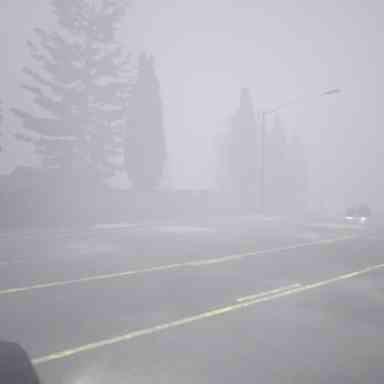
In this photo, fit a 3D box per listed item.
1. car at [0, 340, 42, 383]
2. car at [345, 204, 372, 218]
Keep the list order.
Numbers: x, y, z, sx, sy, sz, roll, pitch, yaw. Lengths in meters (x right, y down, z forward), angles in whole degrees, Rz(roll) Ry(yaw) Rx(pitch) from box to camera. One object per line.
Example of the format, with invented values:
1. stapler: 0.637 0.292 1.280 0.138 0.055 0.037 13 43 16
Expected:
1. car: -3.413 1.548 1.312 5.357 1.411 2.033 0 0 -36
2. car: 17.676 1.962 35.206 1.994 1.385 4.181 1 -2 36
